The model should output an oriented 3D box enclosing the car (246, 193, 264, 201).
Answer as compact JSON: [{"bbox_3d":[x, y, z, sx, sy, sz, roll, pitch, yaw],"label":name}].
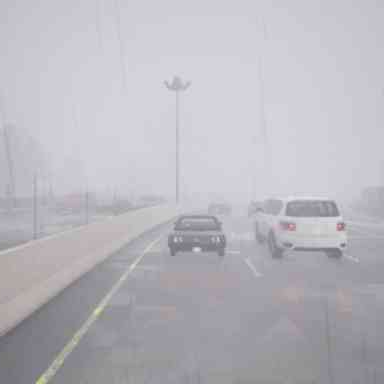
[{"bbox_3d":[13.338,1.038,70.633,1.882,1.535,5.008,0,0,35],"label":"car"}]

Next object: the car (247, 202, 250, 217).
[{"bbox_3d":[5.935,1.323,29.325,2.128,1.511,4.902,0,0,12],"label":"car"}]

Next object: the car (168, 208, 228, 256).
[{"bbox_3d":[0.253,1.527,12.792,1.895,1.301,4.718,0,0,2],"label":"car"}]

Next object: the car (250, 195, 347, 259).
[{"bbox_3d":[3.735,1.150,12.375,2.150,2.045,5.566,0,0,2],"label":"car"}]

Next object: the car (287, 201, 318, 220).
[{"bbox_3d":[9.153,1.441,27.831,1.895,1.301,4.718,0,0,12],"label":"car"}]

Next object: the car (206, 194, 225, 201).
[{"bbox_3d":[5.053,1.111,71.087,2.128,1.511,4.902,0,0,32],"label":"car"}]

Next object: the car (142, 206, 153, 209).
[{"bbox_3d":[-4.269,1.164,32.528,2.097,1.767,4.553,0,0,13],"label":"car"}]

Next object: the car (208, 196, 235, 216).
[{"bbox_3d":[2.584,1.351,30.371,1.812,1.442,4.674,0,0,12],"label":"car"}]
